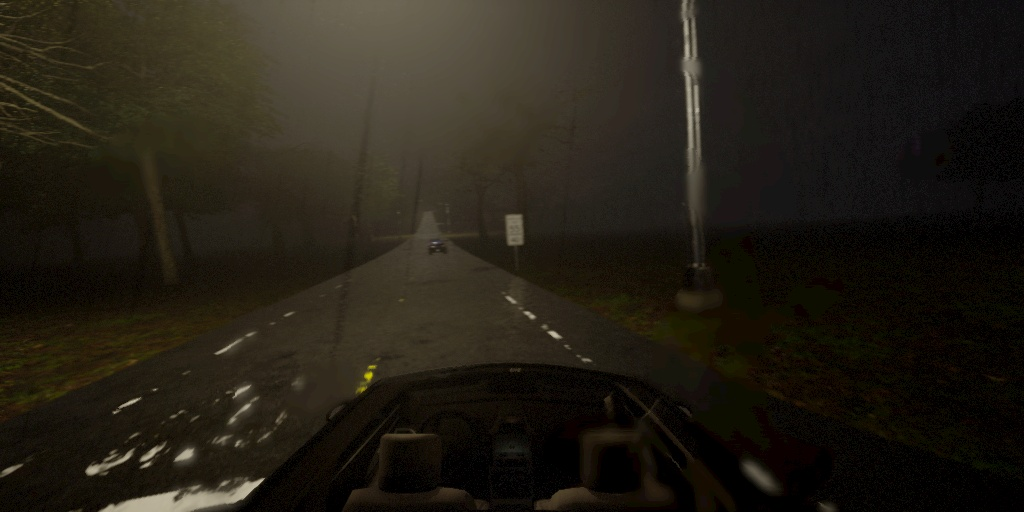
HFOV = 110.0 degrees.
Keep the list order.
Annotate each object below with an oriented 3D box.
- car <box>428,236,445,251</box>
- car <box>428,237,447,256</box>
[{"bbox_3d":[-10.605,-1.816,50.123,2.097,1.767,4.553,-5,5,-12],"label":"car"},{"bbox_3d":[-8.258,-0.958,39.796,2.128,1.511,4.902,-5,5,-12],"label":"car"}]
